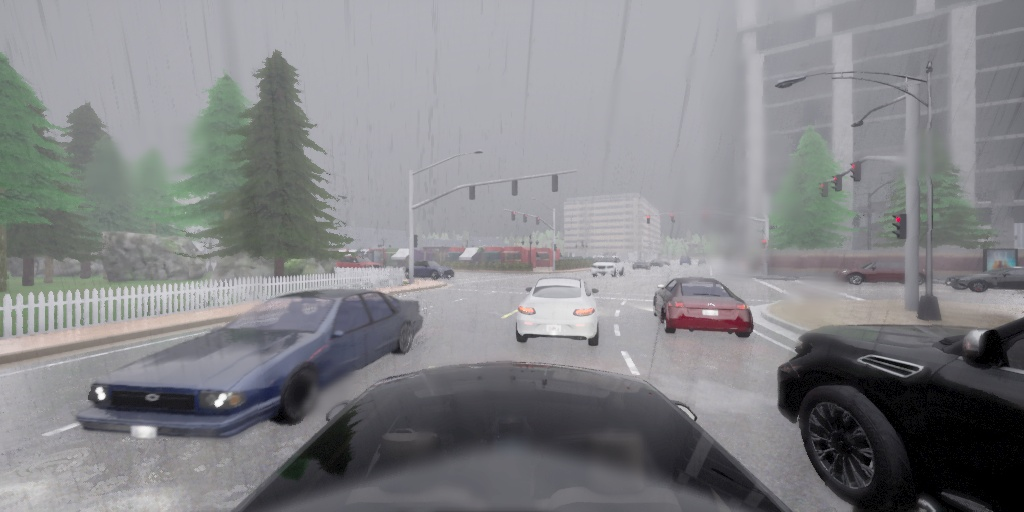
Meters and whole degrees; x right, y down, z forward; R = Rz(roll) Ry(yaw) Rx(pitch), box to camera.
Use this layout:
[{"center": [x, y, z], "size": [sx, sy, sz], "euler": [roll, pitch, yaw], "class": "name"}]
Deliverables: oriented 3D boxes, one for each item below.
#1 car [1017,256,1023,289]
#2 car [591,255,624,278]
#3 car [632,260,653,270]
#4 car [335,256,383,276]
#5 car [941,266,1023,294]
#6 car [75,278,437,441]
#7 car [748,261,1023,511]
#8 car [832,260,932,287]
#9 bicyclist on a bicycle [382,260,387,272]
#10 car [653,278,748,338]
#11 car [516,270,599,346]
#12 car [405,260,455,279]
[{"center": [34.251, 1.027, 20.657], "size": [5.566, 2.045, 2.150], "euler": [0, 0, 30], "class": "car"}, {"center": [9.469, 1.017, 35.105], "size": [2.150, 2.045, 5.566], "euler": [0, 0, 29], "class": "car"}, {"center": [18.558, 1.314, 51.392], "size": [1.994, 1.385, 4.181], "euler": [0, 0, 29], "class": "car"}, {"center": [-15.663, 1.027, 36.674], "size": [5.566, 2.045, 2.150], "euler": [0, 0, 30], "class": "car"}, {"center": [28.002, 1.331, 20.154], "size": [4.674, 1.442, 1.812], "euler": [0, 0, 29], "class": "car"}, {"center": [-3.198, 1.297, 6.074], "size": [2.033, 1.411, 5.357], "euler": [0, 0, 7], "class": "car"}, {"center": [3.737, 0.971, 1.190], "size": [2.150, 2.045, 5.566], "euler": [0, 0, 0], "class": "car"}, {"center": [25.914, 1.157, 25.388], "size": [4.553, 1.767, 2.097], "euler": [0, 0, 30], "class": "car"}, {"center": [-15.735, 1.258, 44.274], "size": [0.582, 1.620, 1.656], "euler": [0, 0, -23], "class": "bicyclist on a bicycle"}, {"center": [5.296, 1.314, 10.419], "size": [1.994, 1.385, 4.181], "euler": [0, 0, 17], "class": "car"}, {"center": [1.275, 1.276, 9.412], "size": [1.812, 1.442, 4.674], "euler": [0, 0, 11], "class": "car"}, {"center": [-7.321, 1.157, 31.939], "size": [4.553, 1.767, 2.097], "euler": [0, 0, 30], "class": "car"}]
